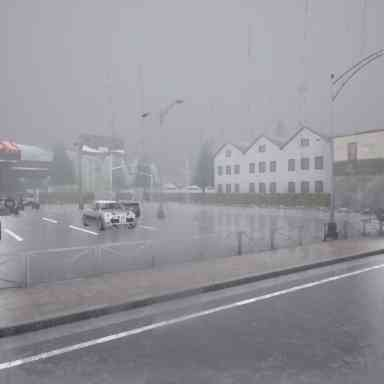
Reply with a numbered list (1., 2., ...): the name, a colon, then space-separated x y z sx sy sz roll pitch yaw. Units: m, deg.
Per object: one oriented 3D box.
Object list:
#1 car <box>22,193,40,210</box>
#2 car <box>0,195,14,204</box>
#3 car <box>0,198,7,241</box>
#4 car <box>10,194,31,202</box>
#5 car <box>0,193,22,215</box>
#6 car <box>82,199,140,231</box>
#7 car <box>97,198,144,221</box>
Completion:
1. car: -19.077 1.092 38.678 1.905 1.878 3.866 0 0 -36
2. car: -38.377 1.495 66.676 4.611 1.667 2.242 0 0 -36
3. car: -9.645 1.169 14.389 2.152 1.636 5.027 0 0 -36
4. car: -38.133 1.328 73.804 3.866 1.878 1.905 0 0 -36
5. car: -17.184 1.113 30.364 1.932 1.855 4.605 0 0 -36
6. car: -4.608 1.248 18.379 1.970 1.475 3.806 0 0 -36
7. car: -5.720 1.313 26.245 2.007 1.523 4.514 0 0 -36
